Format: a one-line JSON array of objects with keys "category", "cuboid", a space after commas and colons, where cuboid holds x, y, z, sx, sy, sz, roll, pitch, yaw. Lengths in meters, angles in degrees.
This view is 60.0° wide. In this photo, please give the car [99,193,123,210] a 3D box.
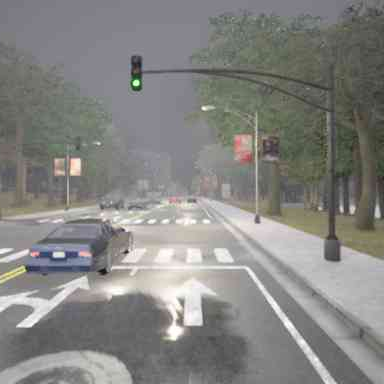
[{"category": "car", "cuboid": [-9.831, 1.188, 41.288, 2.150, 2.045, 5.566, 0, 0, -1]}]

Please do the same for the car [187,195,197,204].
[{"category": "car", "cuboid": [0.007, 1.472, 62.969, 1.882, 1.535, 5.008, 0, 0, 0]}]

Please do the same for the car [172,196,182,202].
[{"category": "car", "cuboid": [-3.241, 1.449, 73.423, 1.895, 1.301, 4.718, 0, 0, 0]}]

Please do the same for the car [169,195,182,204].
[{"category": "car", "cuboid": [-3.243, 1.347, 63.355, 2.097, 1.767, 4.553, 0, 0, 0]}]

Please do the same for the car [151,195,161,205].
[{"category": "car", "cuboid": [-6.535, 1.336, 57.679, 2.097, 1.767, 4.553, 0, 0, 1]}]

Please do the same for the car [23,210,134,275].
[{"category": "car", "cuboid": [-3.150, 1.528, 10.378, 2.033, 1.411, 5.357, 0, 0, 0]}]

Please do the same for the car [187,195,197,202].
[{"category": "car", "cuboid": [0.009, 1.393, 73.393, 2.033, 1.411, 5.357, 0, 0, 0]}]

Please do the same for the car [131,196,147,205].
[{"category": "car", "cuboid": [-9.748, 1.483, 60.980, 2.128, 1.511, 4.902, 0, 0, 0]}]

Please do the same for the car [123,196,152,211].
[{"category": "car", "cuboid": [-6.584, 1.516, 40.574, 2.033, 1.411, 5.357, 0, 0, 0]}]
